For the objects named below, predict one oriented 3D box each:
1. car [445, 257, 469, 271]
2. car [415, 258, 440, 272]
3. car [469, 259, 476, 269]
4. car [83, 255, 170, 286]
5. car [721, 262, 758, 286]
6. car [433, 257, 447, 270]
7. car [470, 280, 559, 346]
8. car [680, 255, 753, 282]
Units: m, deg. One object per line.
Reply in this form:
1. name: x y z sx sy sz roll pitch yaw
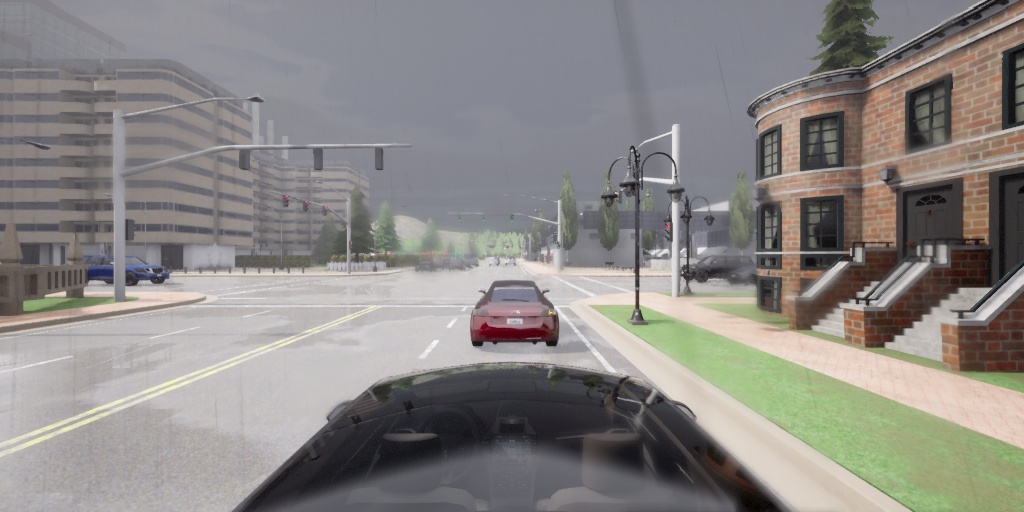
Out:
1. car: -7.276 1.255 48.116 1.837 1.490 4.892 0 0 0
2. car: -10.770 1.314 45.062 1.994 1.385 4.181 0 0 0
3. car: -7.309 1.255 57.479 1.837 1.490 4.892 0 0 0
4. car: -26.938 0.971 24.569 5.566 2.045 2.150 0 0 0
5. car: 17.037 1.314 24.384 4.181 1.385 1.994 0 0 -1
6. car: -10.802 1.255 53.716 1.837 1.490 4.892 0 0 0
7. car: 0.055 1.314 9.388 1.994 1.385 4.181 0 0 0
8. car: 16.083 0.971 28.096 5.566 2.045 2.150 0 0 -1
